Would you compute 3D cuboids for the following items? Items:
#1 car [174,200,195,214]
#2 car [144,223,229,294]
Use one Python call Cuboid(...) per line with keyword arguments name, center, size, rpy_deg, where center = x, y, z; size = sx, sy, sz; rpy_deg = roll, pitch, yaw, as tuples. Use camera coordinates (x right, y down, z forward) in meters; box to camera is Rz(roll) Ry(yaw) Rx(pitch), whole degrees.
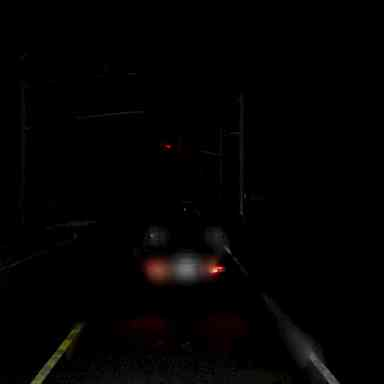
Cuboid(name="car", center=(-0.777, 1.525, 34.844), size=(1.812, 1.442, 4.674), rpy_deg=(0, 0, -3))
Cuboid(name="car", center=(-0.167, 1.547, 8.918), size=(2.033, 1.411, 5.357), rpy_deg=(0, 0, -1))
